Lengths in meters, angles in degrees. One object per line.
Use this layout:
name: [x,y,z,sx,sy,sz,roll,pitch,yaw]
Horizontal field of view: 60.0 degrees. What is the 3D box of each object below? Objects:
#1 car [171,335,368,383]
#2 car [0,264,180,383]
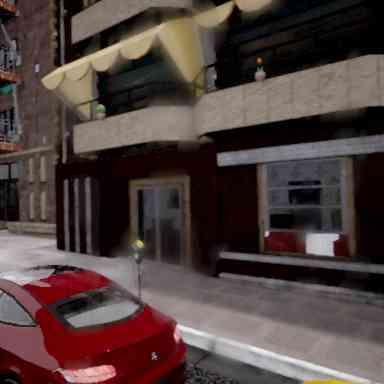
car: [2.368,1.522,1.057,4.829,1.417,1.752,0,-2,36]
car: [-1.996,1.592,4.168,4.206,1.307,1.802,0,-2,36]
